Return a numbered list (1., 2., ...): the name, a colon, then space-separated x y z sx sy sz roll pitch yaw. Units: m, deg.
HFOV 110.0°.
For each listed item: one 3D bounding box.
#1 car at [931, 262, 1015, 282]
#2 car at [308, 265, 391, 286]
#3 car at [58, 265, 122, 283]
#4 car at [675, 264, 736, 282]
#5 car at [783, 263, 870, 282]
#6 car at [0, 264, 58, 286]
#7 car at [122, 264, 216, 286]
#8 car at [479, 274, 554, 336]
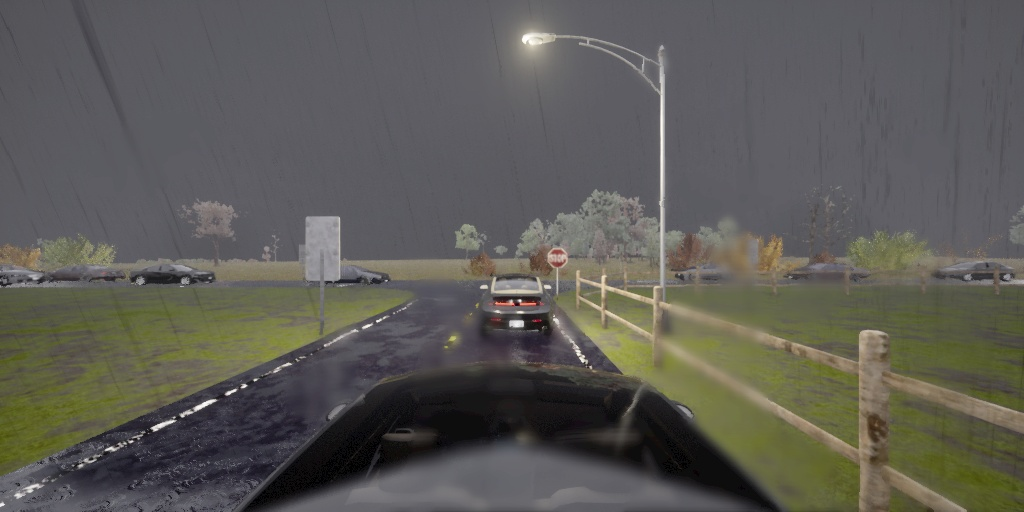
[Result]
1. car: 35.367 1.179 27.568 4.892 1.490 1.837 0 0 1
2. car: -11.278 1.325 24.831 5.357 1.411 2.033 0 0 5
3. car: -33.849 1.387 28.231 5.357 1.411 2.033 0 0 1
4. car: 14.936 1.272 27.771 4.181 1.385 1.994 0 0 0
5. car: 24.233 1.236 27.681 5.357 1.411 2.033 0 0 1
6. car: -35.994 1.340 25.301 4.902 1.511 2.128 0 0 1
7. car: -23.688 1.289 25.181 5.008 1.535 1.882 0 0 1
8. car: 0.113 1.255 10.359 1.837 1.490 4.892 0 0 0
